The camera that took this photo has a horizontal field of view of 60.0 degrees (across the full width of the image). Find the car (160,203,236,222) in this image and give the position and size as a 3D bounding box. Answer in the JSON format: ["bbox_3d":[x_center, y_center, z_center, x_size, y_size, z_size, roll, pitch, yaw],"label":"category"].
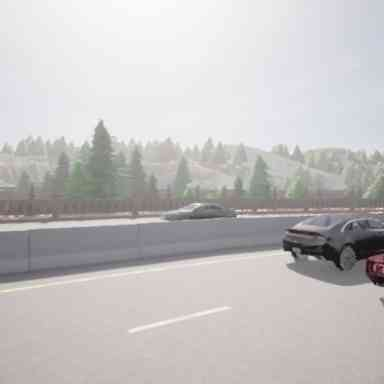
[{"bbox_3d":[0.425,1.421,20.327,4.902,1.511,2.128,0,0,-28],"label":"car"}]

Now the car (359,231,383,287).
[{"bbox_3d":[6.087,1.588,7.322,4.718,1.301,1.895,0,0,-29],"label":"car"}]

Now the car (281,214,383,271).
[{"bbox_3d":[5.135,1.466,10.733,4.902,1.511,2.128,0,0,-29],"label":"car"}]
